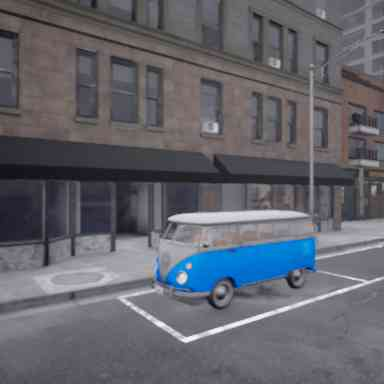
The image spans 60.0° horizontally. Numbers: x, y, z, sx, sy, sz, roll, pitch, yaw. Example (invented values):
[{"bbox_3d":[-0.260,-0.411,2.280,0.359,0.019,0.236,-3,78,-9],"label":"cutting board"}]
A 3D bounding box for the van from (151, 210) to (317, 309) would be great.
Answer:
[{"bbox_3d":[1.089,1.334,7.542,3.998,1.788,1.690,0,0,-35],"label":"van"}]
